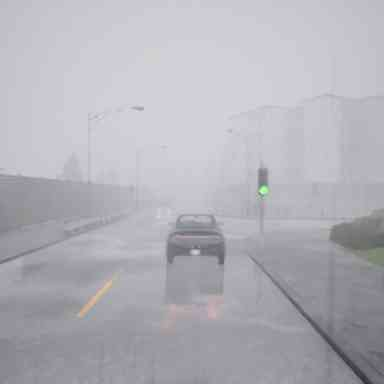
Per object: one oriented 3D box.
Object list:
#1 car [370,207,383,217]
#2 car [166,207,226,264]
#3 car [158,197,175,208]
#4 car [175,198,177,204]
[{"bbox_3d":[14.473,1.558,21.969,4.892,1.490,1.837,0,0,1],"label":"car"},{"bbox_3d":[0.151,1.521,11.921,2.128,1.511,4.902,0,0,1],"label":"car"},{"bbox_3d":[-4.083,1.627,50.596,1.837,1.490,4.892,0,0,0],"label":"car"},{"bbox_3d":[-4.015,1.705,66.262,2.033,1.411,5.357,0,0,0],"label":"car"}]
